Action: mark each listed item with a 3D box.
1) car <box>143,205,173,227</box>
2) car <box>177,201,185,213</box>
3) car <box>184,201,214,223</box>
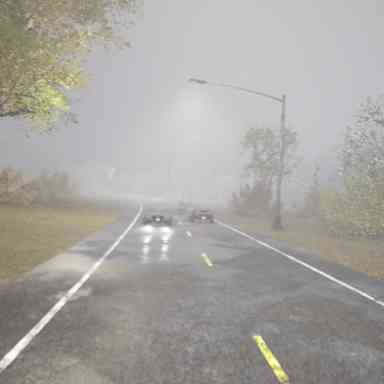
[{"bbox_3d":[-2.412,1.610,23.647,1.994,1.385,4.181,3,0,-6],"label":"car"},{"bbox_3d":[-0.751,1.807,39.683,2.033,1.411,5.357,3,0,-7],"label":"car"},{"bbox_3d":[0.666,1.769,28.502,1.837,1.490,4.892,3,0,-7],"label":"car"}]
